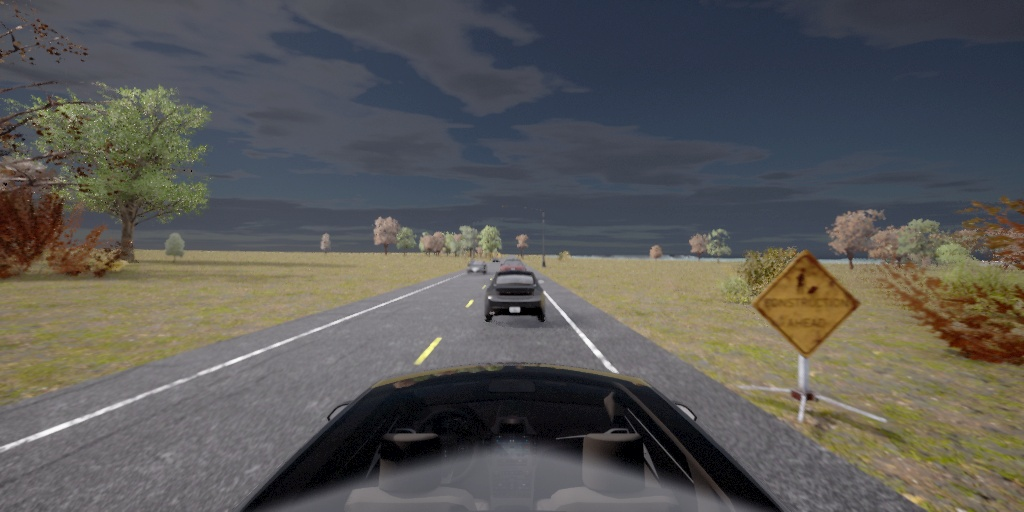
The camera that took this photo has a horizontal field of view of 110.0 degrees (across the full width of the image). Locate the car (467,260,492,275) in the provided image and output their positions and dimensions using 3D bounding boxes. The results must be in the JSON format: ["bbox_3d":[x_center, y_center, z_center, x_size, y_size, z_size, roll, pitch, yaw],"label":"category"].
[{"bbox_3d":[-3.597,1.179,37.614,2.128,1.511,4.902,0,0,0],"label":"car"}]

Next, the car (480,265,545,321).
[{"bbox_3d":[0.089,1.236,12.446,1.837,1.490,4.892,0,0,0],"label":"car"}]

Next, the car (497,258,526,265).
[{"bbox_3d":[0.090,1.052,29.718,2.097,1.767,4.553,0,0,0],"label":"car"}]

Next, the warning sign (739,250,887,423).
[{"bbox_3d":[3.550,0.860,4.357,1.300,1.860,1.060,0,0,0],"label":"warning sign"}]
